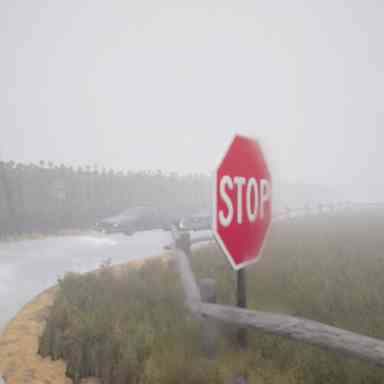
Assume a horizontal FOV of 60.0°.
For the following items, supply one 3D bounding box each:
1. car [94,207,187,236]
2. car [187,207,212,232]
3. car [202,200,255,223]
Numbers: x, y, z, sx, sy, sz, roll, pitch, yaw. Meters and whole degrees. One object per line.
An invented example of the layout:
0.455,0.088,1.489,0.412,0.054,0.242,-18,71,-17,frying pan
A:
-2.829,1.542,18.648,2.033,1.411,5.357,0,0,35,car
1.713,1.543,19.518,2.033,1.411,5.357,0,0,37,car
3.024,1.486,26.852,2.128,1.511,4.902,0,0,35,car
